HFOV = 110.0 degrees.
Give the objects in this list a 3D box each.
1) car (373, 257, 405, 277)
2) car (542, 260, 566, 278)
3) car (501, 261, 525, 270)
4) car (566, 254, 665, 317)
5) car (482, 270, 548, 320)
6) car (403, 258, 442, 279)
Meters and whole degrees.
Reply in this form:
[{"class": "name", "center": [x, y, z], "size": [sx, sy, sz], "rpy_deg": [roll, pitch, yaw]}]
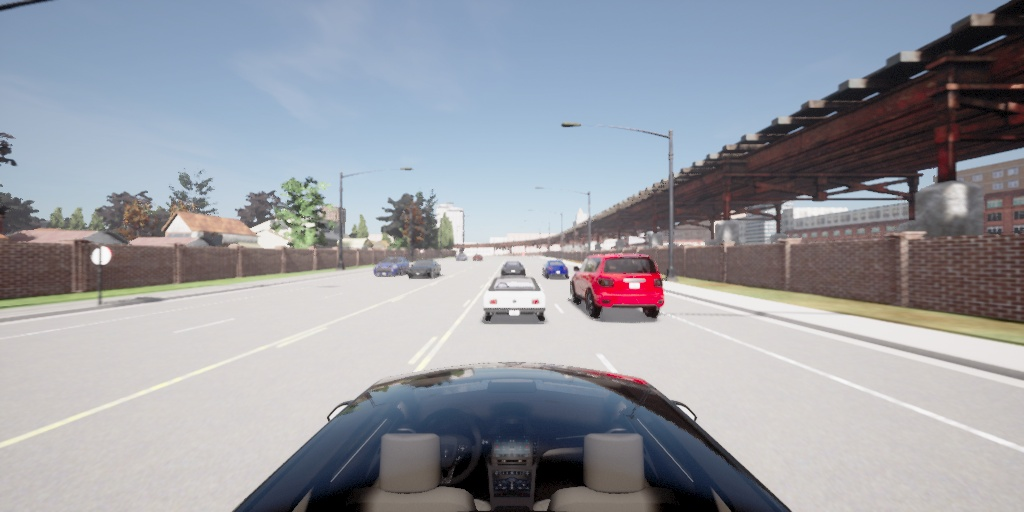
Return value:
[{"class": "car", "center": [-10.587, 0.854, 31.878], "size": [2.097, 1.767, 4.553], "rpy_deg": [0, 1, 0]}, {"class": "car", "center": [3.599, 1.052, 30.198], "size": [1.812, 1.442, 4.674], "rpy_deg": [0, 1, 0]}, {"class": "car", "center": [0.097, 1.099, 29.705], "size": [1.994, 1.385, 4.181], "rpy_deg": [0, 1, 0]}, {"class": "car", "center": [3.589, 0.950, 13.149], "size": [2.150, 2.045, 5.566], "rpy_deg": [0, 0, 0]}, {"class": "car", "center": [0.085, 1.334, 12.541], "size": [1.895, 1.301, 4.718], "rpy_deg": [0, 0, 0]}, {"class": "car", "center": [-7.090, 1.017, 29.443], "size": [1.882, 1.535, 5.008], "rpy_deg": [0, 1, 0]}]
